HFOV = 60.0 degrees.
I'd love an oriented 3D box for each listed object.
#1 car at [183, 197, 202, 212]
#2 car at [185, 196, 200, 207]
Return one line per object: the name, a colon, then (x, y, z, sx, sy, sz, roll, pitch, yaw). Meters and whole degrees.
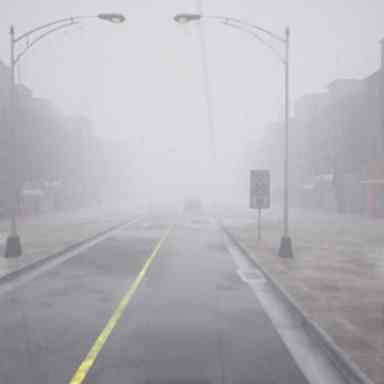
car: (0.038, 1.377, 37.129, 1.837, 1.490, 4.892, 0, 0, 0)
car: (0.054, 1.365, 48.331, 2.033, 1.411, 5.357, 0, 0, 0)
